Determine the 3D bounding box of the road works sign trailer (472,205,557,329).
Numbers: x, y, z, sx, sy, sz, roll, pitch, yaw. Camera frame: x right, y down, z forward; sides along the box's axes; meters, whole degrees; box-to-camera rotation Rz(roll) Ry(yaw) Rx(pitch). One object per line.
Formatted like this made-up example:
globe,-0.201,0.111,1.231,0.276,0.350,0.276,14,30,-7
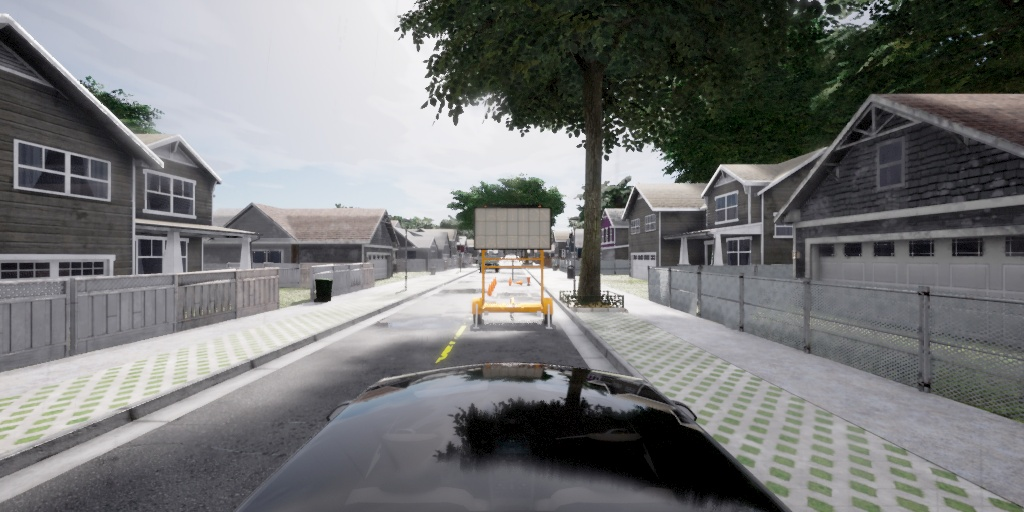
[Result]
road works sign trailer,0.023,0.212,11.233,2.380,3.560,2.880,0,0,0

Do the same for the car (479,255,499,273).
car,-2.672,0.929,42.484,2.150,2.045,5.566,0,0,0
